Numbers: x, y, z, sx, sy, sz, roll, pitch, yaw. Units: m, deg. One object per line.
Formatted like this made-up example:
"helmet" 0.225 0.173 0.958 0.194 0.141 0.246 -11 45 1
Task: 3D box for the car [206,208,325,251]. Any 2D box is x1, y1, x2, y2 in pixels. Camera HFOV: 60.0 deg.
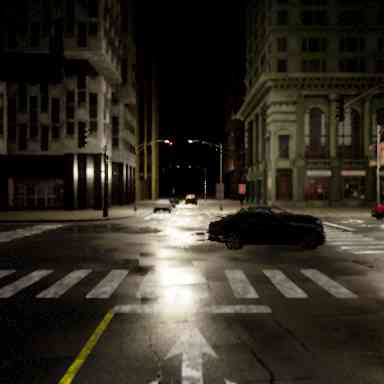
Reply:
"car" 2.889 1.524 13.430 4.674 1.442 1.812 0 0 0

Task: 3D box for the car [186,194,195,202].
"car" -0.307 1.271 76.355 2.097 1.767 4.553 0 0 0

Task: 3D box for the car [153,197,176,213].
"car" -3.150 1.535 36.757 2.033 1.411 5.357 0 0 0

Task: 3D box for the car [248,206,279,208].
"car" 3.969 1.452 16.669 4.902 1.511 2.128 -1 1 0

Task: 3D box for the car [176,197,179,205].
"car" -3.205 1.522 46.823 2.033 1.411 5.357 0 0 -1

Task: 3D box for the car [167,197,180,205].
"car" -3.196 1.522 56.881 1.994 1.385 4.181 0 0 0

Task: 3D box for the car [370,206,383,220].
"car" 15.249 1.236 23.378 5.008 1.535 1.882 -1 0 0

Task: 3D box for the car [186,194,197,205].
"car" -0.087 1.521 56.837 1.994 1.385 4.181 0 0 0
